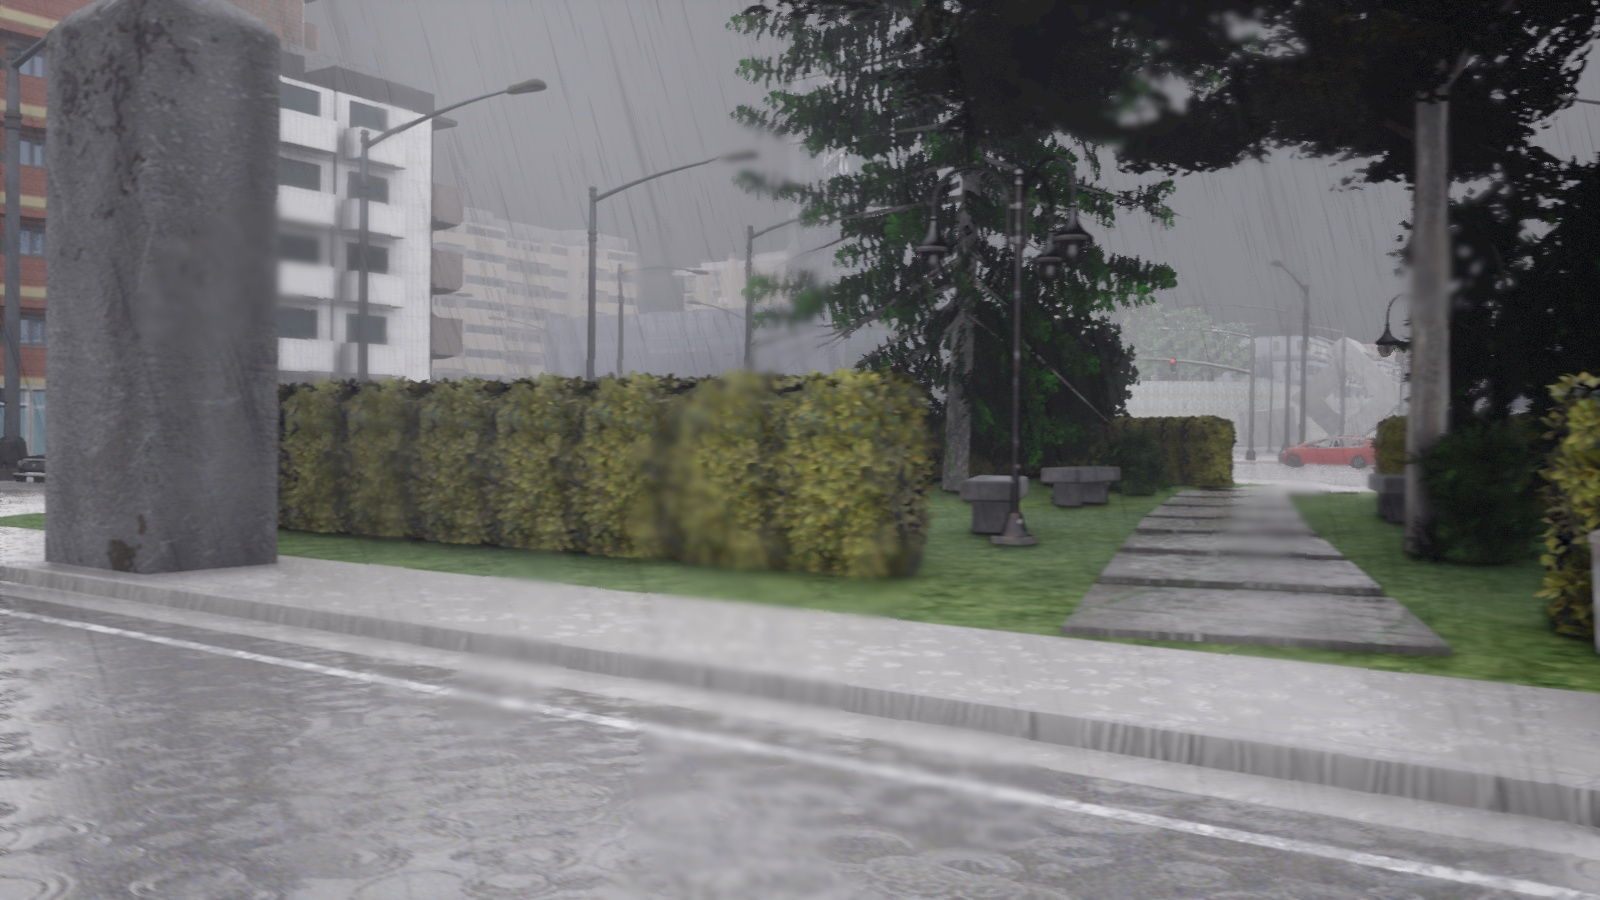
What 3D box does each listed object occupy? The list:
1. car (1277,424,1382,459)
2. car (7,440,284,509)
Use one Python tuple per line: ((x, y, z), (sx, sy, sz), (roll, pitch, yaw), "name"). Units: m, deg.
((26.504, -0.423, 62.853), (4.611, 1.667, 2.242), (0, 0, 28), "car")
((-14.988, 0.501, 29.107), (2.033, 1.411, 5.357), (0, 1, 34), "car")
